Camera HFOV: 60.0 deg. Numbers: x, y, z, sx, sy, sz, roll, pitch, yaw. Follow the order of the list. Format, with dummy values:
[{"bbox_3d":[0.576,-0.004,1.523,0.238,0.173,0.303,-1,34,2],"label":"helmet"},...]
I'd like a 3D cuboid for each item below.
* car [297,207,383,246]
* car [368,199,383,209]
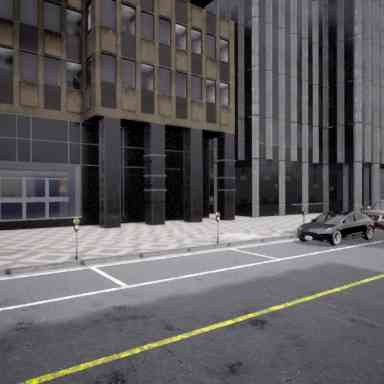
[{"bbox_3d":[6.687,1.565,15.285,4.313,1.339,1.947,0,0,-35],"label":"car"},{"bbox_3d":[11.275,1.314,18.559,5.009,1.841,2.192,0,0,-35],"label":"car"}]
